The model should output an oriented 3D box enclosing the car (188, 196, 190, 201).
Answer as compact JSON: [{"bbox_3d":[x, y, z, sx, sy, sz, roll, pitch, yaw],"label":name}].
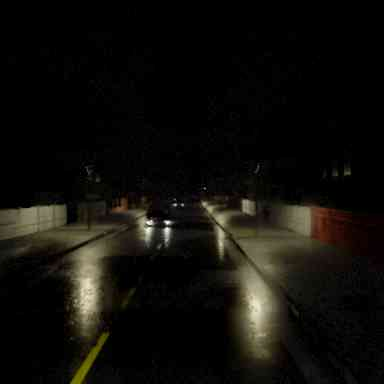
[{"bbox_3d":[-0.018,1.677,91.527,1.882,1.535,5.008,0,0,0],"label":"car"}]

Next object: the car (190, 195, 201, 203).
[{"bbox_3d":[0.948,1.704,73.478,1.882,1.535,5.008,0,0,0],"label":"car"}]

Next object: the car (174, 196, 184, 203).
[{"bbox_3d":[-2.763,1.565,71.578,2.097,1.767,4.553,0,0,0],"label":"car"}]

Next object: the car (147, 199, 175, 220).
[{"bbox_3d":[-2.853,1.576,29.662,1.882,1.535,5.008,0,0,0],"label":"car"}]
